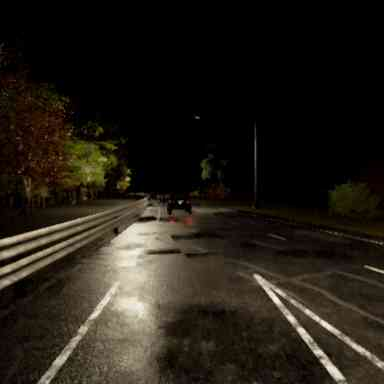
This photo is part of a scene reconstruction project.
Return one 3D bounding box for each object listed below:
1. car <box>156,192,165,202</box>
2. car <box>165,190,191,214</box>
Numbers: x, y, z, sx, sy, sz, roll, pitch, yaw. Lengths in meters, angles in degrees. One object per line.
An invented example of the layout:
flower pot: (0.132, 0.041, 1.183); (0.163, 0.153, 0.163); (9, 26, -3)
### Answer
car: (-5.203, 1.135, 62.732); (2.033, 1.411, 5.357); (0, 0, -10)
car: (-1.295, 1.034, 32.493); (2.150, 2.045, 5.566); (0, 0, -5)
